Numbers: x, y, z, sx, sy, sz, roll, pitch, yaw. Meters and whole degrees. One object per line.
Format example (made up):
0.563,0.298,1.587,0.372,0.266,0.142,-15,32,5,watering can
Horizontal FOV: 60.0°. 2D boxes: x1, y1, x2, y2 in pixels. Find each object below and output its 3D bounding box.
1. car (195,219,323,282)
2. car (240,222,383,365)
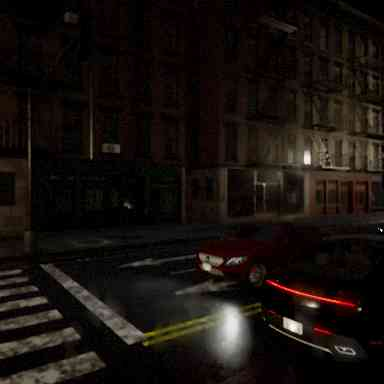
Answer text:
2.273,1.508,9.178,4.674,1.442,1.812,0,0,-34,car
3.294,1.489,5.698,4.892,1.490,1.837,0,0,-35,car
